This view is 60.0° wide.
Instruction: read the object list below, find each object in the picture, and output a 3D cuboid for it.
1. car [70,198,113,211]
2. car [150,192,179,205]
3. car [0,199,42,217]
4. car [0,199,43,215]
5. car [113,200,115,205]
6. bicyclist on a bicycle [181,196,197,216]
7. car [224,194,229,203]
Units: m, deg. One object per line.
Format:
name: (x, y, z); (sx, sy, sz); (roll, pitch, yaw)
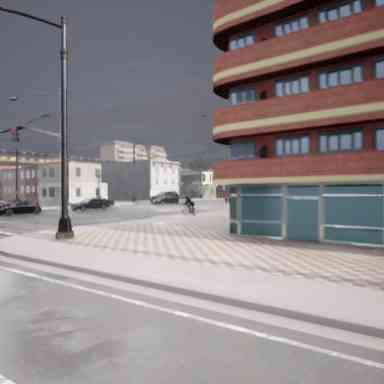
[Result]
car: (-12.061, 1.463, 39.379); (1.812, 1.442, 4.674); (0, 1, 37)
car: (-4.076, 1.195, 50.100); (2.128, 1.511, 4.902); (0, 1, 37)
car: (-17.044, 1.617, 32.674); (1.994, 1.385, 4.181); (0, 0, 37)
car: (-19.018, 1.550, 35.887); (2.128, 1.511, 4.902); (0, 0, 37)
car: (-12.808, 1.446, 44.244); (2.033, 1.411, 5.357); (0, 1, 37)
bicyclist on a bicycle: (-0.281, 1.184, 27.588); (1.656, 1.620, 0.582); (-1, 0, 37)
car: (6.941, 1.010, 52.954); (1.837, 1.490, 4.892); (0, 1, 37)
